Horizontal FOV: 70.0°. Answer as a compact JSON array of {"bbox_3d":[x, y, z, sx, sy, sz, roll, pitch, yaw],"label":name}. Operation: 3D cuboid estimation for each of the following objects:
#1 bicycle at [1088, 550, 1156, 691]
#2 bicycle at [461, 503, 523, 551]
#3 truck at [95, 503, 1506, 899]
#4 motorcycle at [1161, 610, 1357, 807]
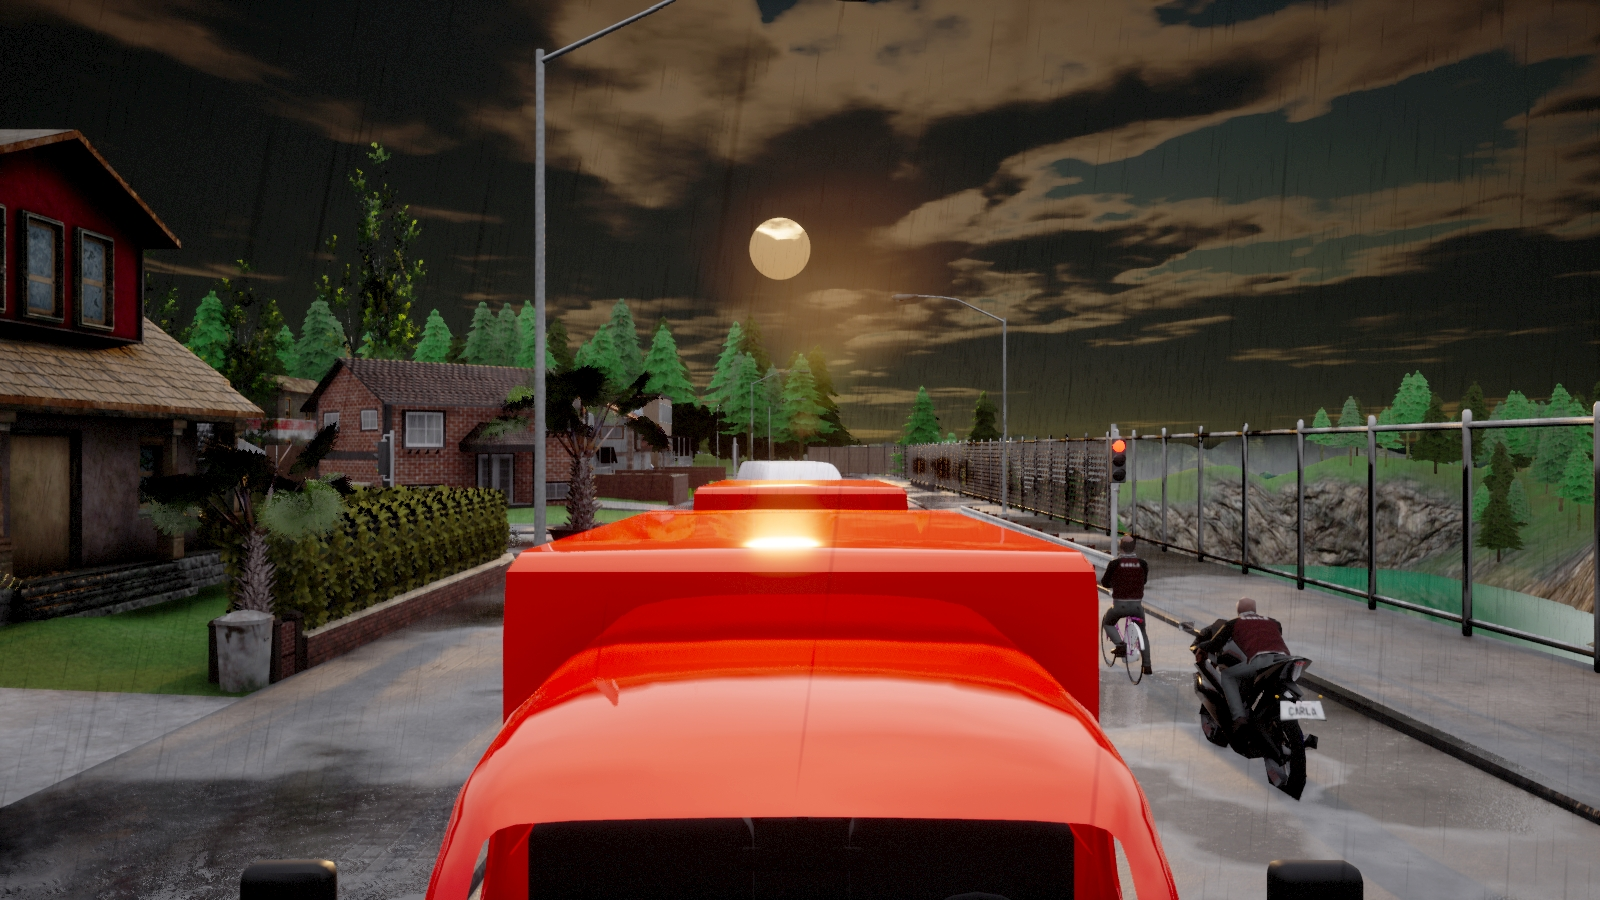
[{"bbox_3d":[3.986,2.066,14.240,0.329,1.471,1.835,0,0,0],"label":"bicycle"},{"bbox_3d":[-8.660,2.170,32.195,1.487,1.276,0.859,0,0,2],"label":"bicycle"},{"bbox_3d":[-0.001,1.570,4.728,2.627,2.467,5.204,0,0,0],"label":"truck"},{"bbox_3d":[4.000,2.210,10.191,0.867,1.251,2.209,0,0,0],"label":"motorcycle"}]
